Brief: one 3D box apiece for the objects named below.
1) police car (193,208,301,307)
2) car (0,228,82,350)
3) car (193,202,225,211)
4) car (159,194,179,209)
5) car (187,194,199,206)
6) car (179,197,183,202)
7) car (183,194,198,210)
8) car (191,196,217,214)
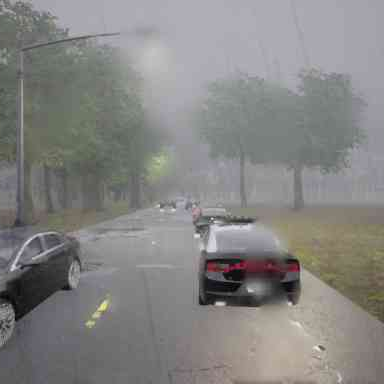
[{"bbox_3d":[1.076,1.423,8.184,1.930,1.638,5.238,0,0,0],"label":"police car"},{"bbox_3d":[-3.581,1.490,6.197,2.128,1.511,4.902,0,0,0],"label":"car"},{"bbox_3d":[1.107,1.503,18.075,1.837,1.490,4.892,0,0,0],"label":"car"},{"bbox_3d":[-3.448,1.364,48.495,2.150,2.045,5.566,0,0,0],"label":"car"},{"bbox_3d":[0.187,1.463,59.521,2.150,2.045,5.566,0,-1,0],"label":"car"},{"bbox_3d":[-3.221,1.992,88.600,1.882,1.535,5.008,0,-1,0],"label":"car"},{"bbox_3d":[0.188,1.471,45.534,2.097,1.767,4.553,0,0,1],"label":"car"},{"bbox_3d":[1.125,1.356,24.047,2.097,1.767,4.553,0,0,0],"label":"car"}]
